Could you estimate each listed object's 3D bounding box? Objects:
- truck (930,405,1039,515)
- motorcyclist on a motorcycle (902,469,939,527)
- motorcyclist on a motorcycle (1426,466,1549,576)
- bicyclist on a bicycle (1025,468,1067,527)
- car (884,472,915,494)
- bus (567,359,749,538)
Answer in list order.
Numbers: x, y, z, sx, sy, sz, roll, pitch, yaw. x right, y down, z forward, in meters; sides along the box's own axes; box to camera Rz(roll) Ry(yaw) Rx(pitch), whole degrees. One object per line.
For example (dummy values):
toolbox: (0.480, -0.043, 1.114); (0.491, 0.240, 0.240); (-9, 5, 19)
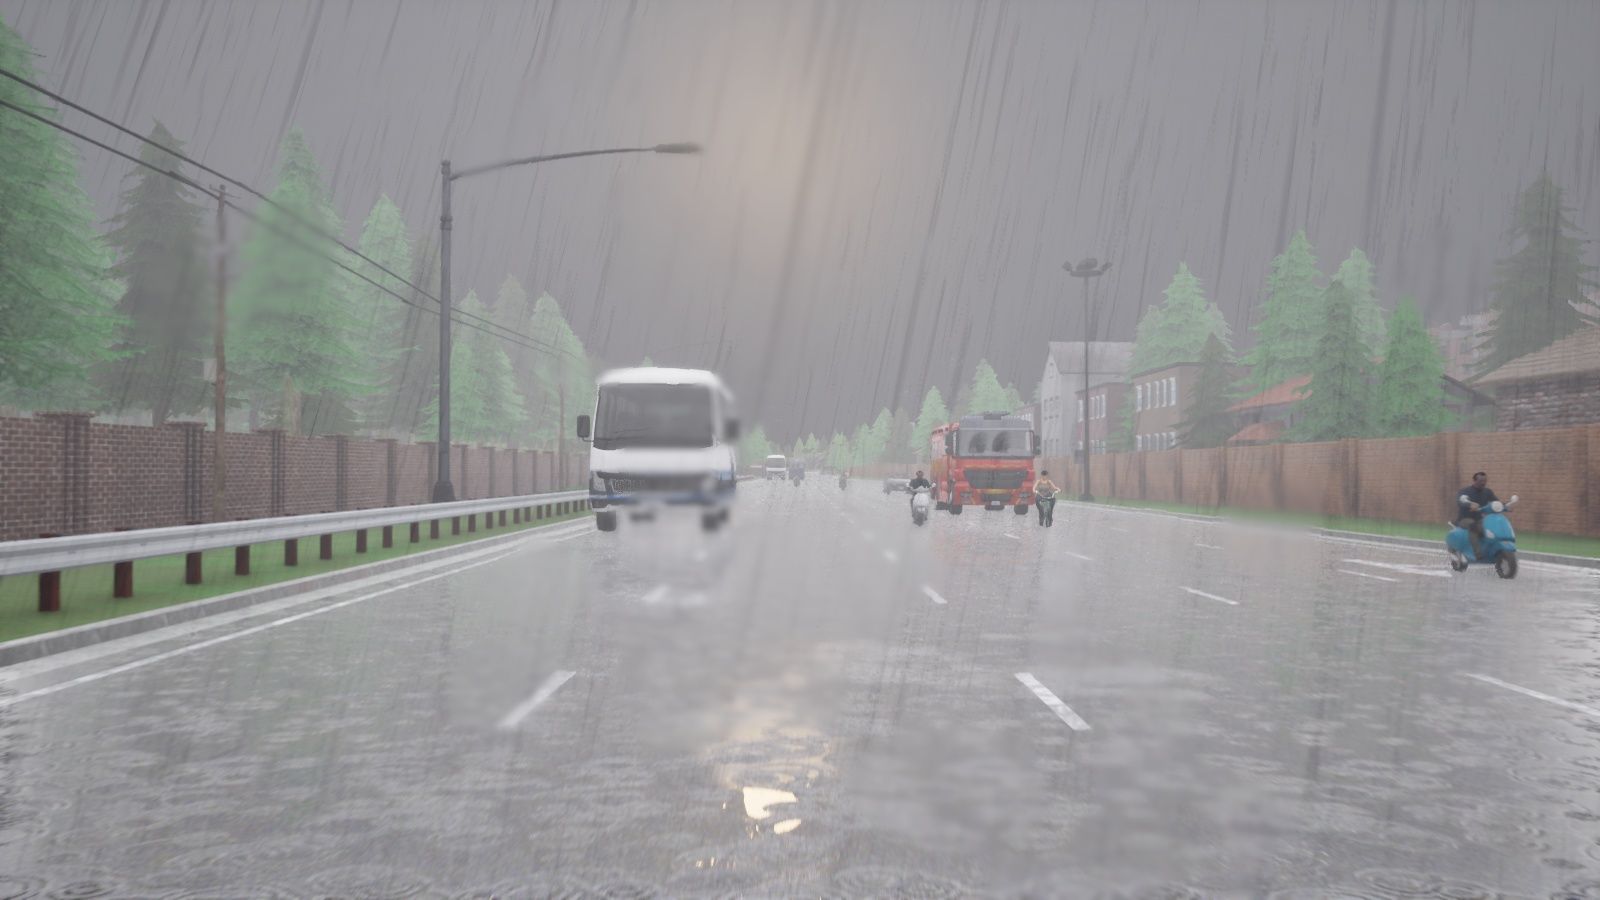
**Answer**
truck: (6.876, 0.427, 48.063); (2.891, 3.827, 8.468); (0, -1, 0)
motorcyclist on a motorcycle: (3.411, 1.351, 35.623); (0.866, 1.590, 1.817); (0, -1, 0)
motorcyclist on a motorcycle: (10.452, 1.047, 19.172); (0.866, 1.590, 1.817); (0, -1, 0)
bicyclist on a bicycle: (6.917, 1.316, 35.374); (0.866, 1.612, 1.509); (0, -1, 0)
car: (6.787, 2.239, 85.877); (1.816, 1.474, 4.193); (0, -1, 0)
bus: (-3.593, 0.040, 35.082); (3.944, 4.253, 10.273); (0, -1, 0)
